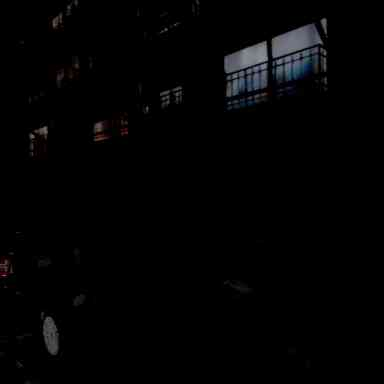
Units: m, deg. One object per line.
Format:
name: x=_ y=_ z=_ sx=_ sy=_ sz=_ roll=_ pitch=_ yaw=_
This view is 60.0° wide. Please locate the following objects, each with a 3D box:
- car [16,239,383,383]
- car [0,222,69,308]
car: x=-0.259 y=1.489 z=3.953 sx=4.507 sy=1.381 sz=1.887 roll=-1 pitch=1 yaw=45
car: x=-4.274 y=1.428 z=7.910 sx=4.097 sy=1.590 sz=1.967 roll=-1 pitch=1 yaw=45
